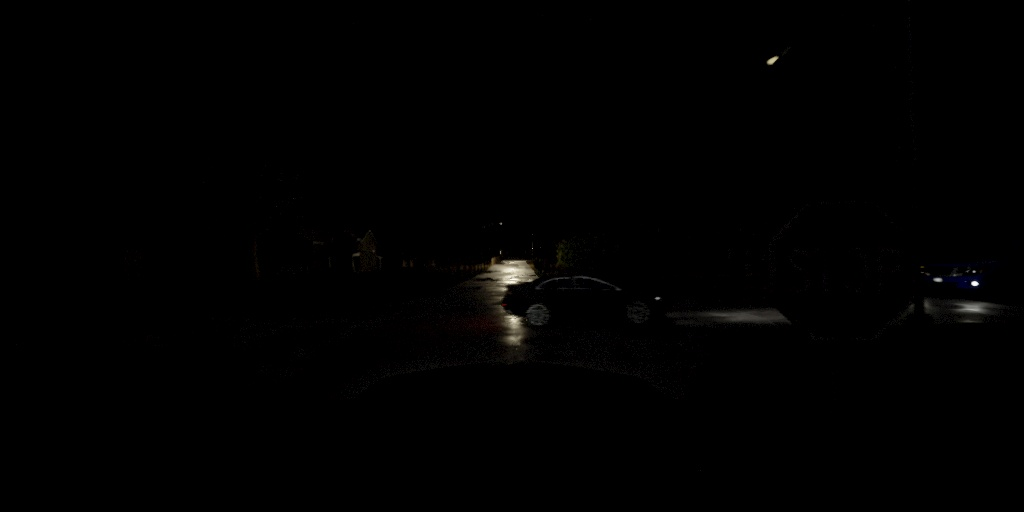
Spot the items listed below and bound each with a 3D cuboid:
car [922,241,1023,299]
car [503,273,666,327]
[{"bbox_3d":[19.034,0.455,13.650,5.566,2.045,2.150,-2,0,1],"label":"car"},{"bbox_3d":[2.167,1.276,11.203,4.902,1.511,2.128,-1,0,1],"label":"car"}]
